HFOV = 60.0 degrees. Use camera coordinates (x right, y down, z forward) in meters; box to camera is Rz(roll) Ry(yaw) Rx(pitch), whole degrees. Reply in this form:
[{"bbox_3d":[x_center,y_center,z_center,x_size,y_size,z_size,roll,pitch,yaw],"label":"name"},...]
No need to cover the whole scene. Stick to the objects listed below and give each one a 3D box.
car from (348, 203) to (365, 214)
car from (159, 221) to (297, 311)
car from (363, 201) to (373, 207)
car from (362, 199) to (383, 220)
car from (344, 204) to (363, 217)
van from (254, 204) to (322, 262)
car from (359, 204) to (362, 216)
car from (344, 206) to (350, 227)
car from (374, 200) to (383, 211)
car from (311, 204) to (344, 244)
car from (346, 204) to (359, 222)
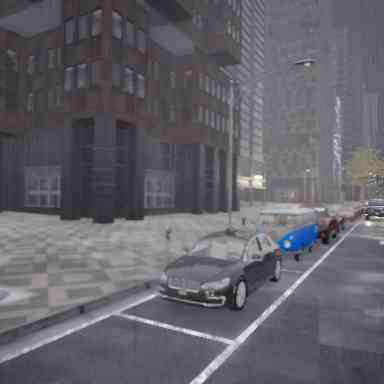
[{"bbox_3d":[22.983,2.302,46.326,1.887,1.381,4.507,1,-1,30],"label":"car"},{"bbox_3d":[0.921,1.645,8.028,2.008,1.369,4.403,1,-1,30],"label":"car"},{"bbox_3d":[41.926,2.872,79.175,1.752,1.417,4.829,1,-1,30],"label":"car"},{"bbox_3d":[19.346,1.814,34.645,2.150,2.045,5.566,0,-1,30],"label":"car"},{"bbox_3d":[20.225,2.219,41.539,1.887,1.381,4.507,1,-1,30],"label":"car"},{"bbox_3d":[3.682,1.518,12.817,1.690,1.788,3.998,1,-1,30],"label":"van"},{"bbox_3d":[17.468,2.136,36.752,1.887,1.381,4.507,1,-1,30],"label":"car"},{"bbox_3d":[9.194,1.887,22.390,1.887,1.381,4.507,1,-1,30],"label":"car"},{"bbox_3d":[33.541,2.375,59.085,2.097,1.767,4.553,0,-1,30],"label":"car"},{"bbox_3d":[6.440,1.575,17.604,2.192,1.841,5.009,1,-1,30],"label":"car"},{"bbox_3d":[14.625,2.031,31.818,1.752,1.417,4.829,1,-1,30],"label":"car"}]
